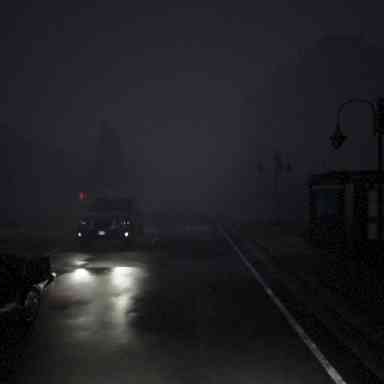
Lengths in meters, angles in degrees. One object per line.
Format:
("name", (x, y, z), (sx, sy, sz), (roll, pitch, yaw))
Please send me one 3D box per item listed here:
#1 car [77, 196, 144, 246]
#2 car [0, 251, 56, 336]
("car", (-3.545, 1.217, 15.551), (2.150, 2.045, 5.566), (0, 0, -2))
("car", (-3.598, 1.546, 4.286), (2.033, 1.411, 5.357), (0, 0, 0))
